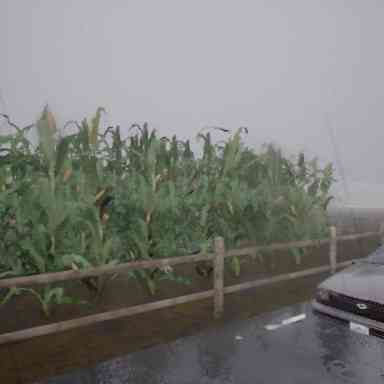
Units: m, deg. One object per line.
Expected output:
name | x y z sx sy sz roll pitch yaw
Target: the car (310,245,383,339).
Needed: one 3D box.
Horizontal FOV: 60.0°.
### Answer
car | 4.578 1.598 6.350 5.357 1.411 2.033 1 0 -36
